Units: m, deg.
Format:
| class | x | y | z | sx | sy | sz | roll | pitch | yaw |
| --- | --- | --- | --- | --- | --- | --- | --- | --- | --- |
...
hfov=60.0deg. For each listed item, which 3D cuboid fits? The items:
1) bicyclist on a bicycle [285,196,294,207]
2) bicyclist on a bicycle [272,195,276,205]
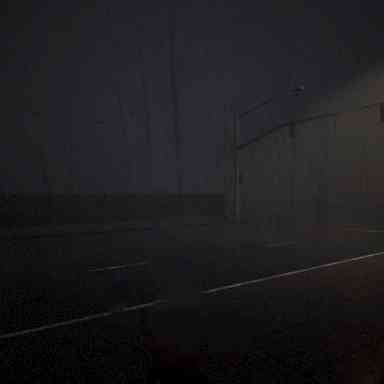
| class | x | y | z | sx | sy | sz | roll | pitch | yaw |
| --- | --- | --- | --- | --- | --- | --- | --- | --- | --- |
| bicyclist on a bicycle | 14.481 | 1.453 | 49.530 | 1.656 | 1.620 | 0.582 | 0 | 0 | -23 |
| bicyclist on a bicycle | 13.481 | 1.300 | 54.438 | 0.582 | 1.620 | 1.656 | 0 | 0 | 21 |
